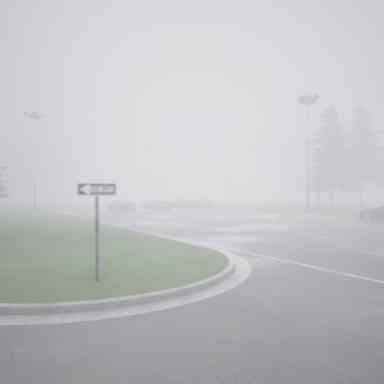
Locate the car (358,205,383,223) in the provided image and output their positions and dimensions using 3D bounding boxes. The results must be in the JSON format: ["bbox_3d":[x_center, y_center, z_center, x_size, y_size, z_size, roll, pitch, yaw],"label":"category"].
[{"bbox_3d":[14.035,1.457,22.914,2.128,1.511,4.902,0,0,-33],"label":"car"}]

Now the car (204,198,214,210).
[{"bbox_3d":[1.031,1.532,42.649,1.812,1.442,4.674,0,0,-34],"label":"car"}]

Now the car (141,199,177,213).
[{"bbox_3d":[-4.110,1.511,37.753,2.128,1.511,4.902,0,0,-33],"label":"car"}]

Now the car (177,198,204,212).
[{"bbox_3d":[-1.191,1.503,39.684,2.128,1.511,4.902,0,0,-33],"label":"car"}]

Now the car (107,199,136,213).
[{"bbox_3d":[-7.961,1.508,37.239,1.882,1.535,5.008,0,0,-33],"label":"car"}]
